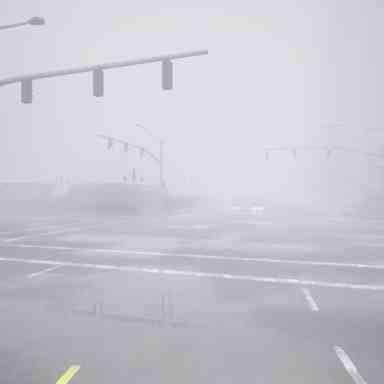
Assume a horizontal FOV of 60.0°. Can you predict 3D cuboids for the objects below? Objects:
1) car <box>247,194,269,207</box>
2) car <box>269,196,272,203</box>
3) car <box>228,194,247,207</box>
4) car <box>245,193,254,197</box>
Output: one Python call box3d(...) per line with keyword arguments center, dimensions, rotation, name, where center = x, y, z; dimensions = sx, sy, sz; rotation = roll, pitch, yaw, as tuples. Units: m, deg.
box3d(center=(10.350, 1.491, 51.810), dimensions=(2.128, 1.511, 4.902), rotation=(0, 0, 17), name="car")
box3d(center=(15.003, 1.525, 66.789), dimensions=(1.812, 1.442, 4.674), rotation=(0, 0, 17), name="car")
box3d(center=(6.999, 1.491, 52.818), dimensions=(2.128, 1.511, 4.902), rotation=(0, 0, 17), name="car")
box3d(center=(11.660, 1.222, 67.808), dimensions=(2.150, 2.045, 5.566), rotation=(0, 0, 17), name="car")
